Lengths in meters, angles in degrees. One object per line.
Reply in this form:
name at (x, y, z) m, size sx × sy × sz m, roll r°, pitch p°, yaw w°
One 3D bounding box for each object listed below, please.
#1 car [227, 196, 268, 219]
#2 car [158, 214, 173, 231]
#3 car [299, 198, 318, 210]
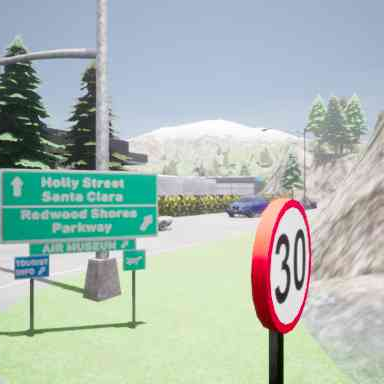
car at (5.521, 1.409, 32.274) m, size 2.150 × 2.045 × 5.566 m, roll 0°, pitch 0°, yaw 36°
car at (-3.311, 1.792, 20.057) m, size 1.895 × 1.301 × 4.718 m, roll 0°, pitch 0°, yaw 36°
car at (15.976, 1.609, 46.575) m, size 2.097 × 1.767 × 4.553 m, roll 0°, pitch 0°, yaw 36°
